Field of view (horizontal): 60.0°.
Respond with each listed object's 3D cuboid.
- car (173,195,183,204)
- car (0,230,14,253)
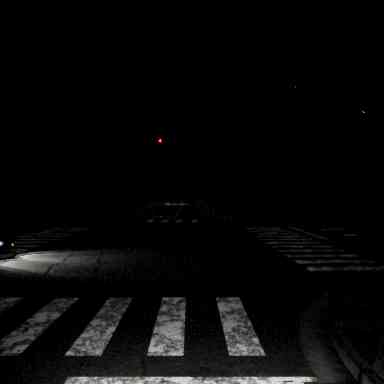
[{"bbox_3d":[-2.896,1.499,69.348,2.097,1.767,4.553,0,0,0],"label":"car"},{"bbox_3d":[-8.278,1.520,10.986,4.181,1.385,1.994,0,-1,0],"label":"car"}]
